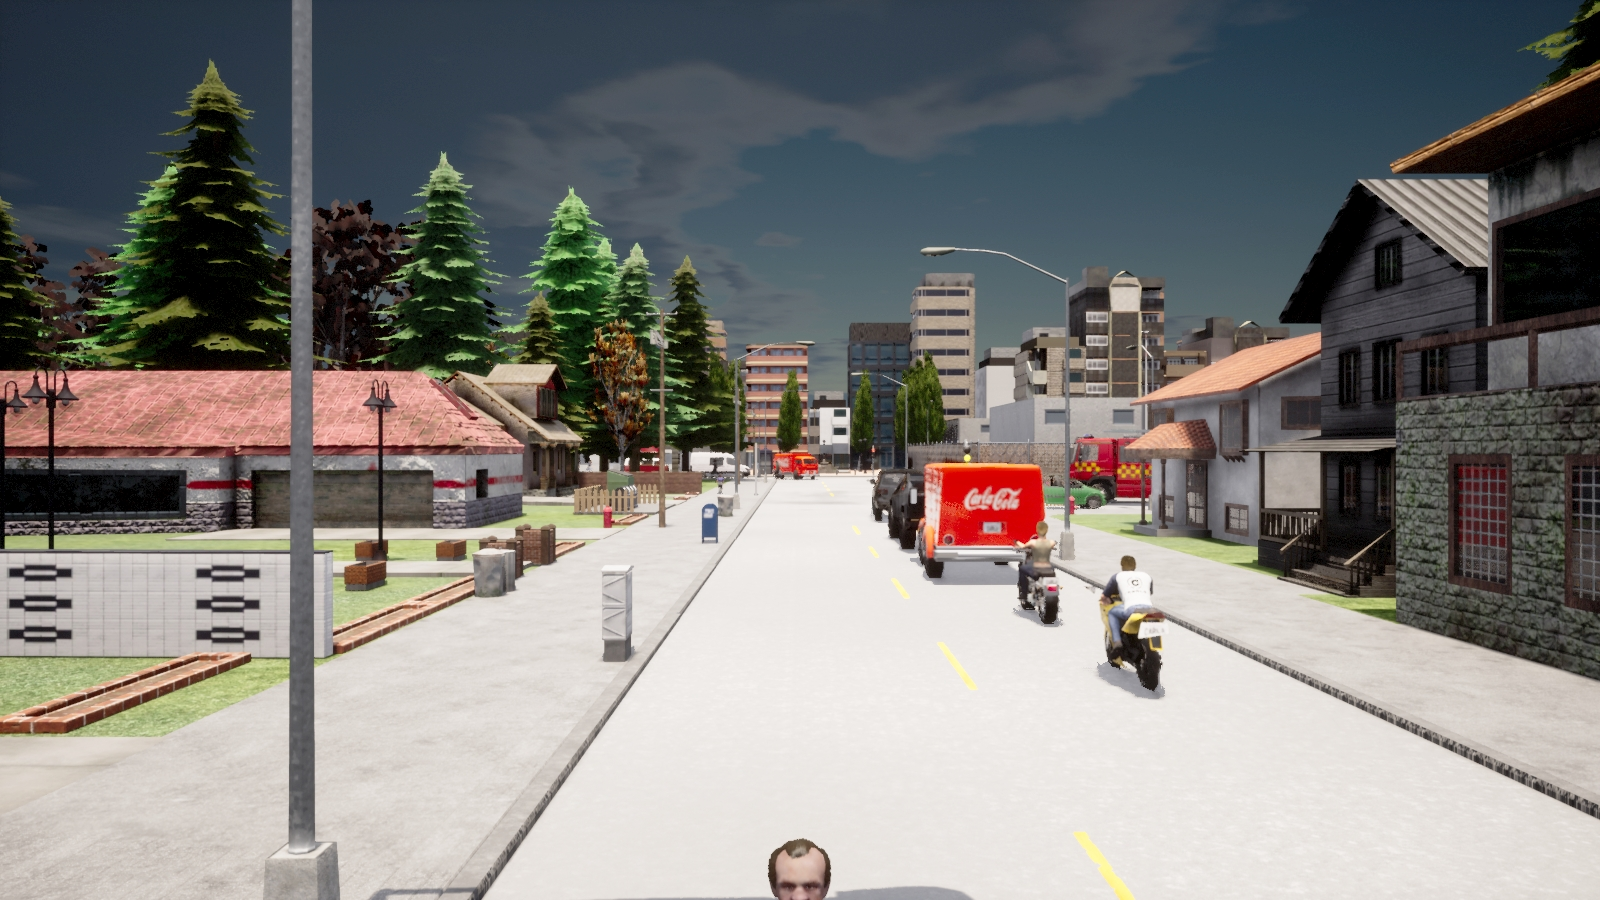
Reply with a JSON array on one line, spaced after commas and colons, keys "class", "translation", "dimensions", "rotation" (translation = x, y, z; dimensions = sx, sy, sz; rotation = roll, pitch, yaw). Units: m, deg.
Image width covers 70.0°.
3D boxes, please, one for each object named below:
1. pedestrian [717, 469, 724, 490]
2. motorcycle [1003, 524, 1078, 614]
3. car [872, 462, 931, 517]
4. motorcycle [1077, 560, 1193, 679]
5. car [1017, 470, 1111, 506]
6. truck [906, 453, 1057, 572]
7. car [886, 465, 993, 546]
[{"class": "pedestrian", "translation": [-4.873, 1.803, 70.006], "dimensions": [0.375, 1.300, 0.375], "rotation": [0, 0, 3]}, {"class": "motorcycle", "translation": [3.998, 1.950, 19.214], "dimensions": [0.764, 1.277, 2.356], "rotation": [0, 0, 0]}, {"class": "car", "translation": [4.089, 1.559, 46.823], "dimensions": [2.150, 2.045, 5.566], "rotation": [0, 0, 2]}, {"class": "motorcycle", "translation": [3.995, 1.992, 13.790], "dimensions": [0.803, 1.145, 2.033], "rotation": [0, -1, 0]}, {"class": "car", "translation": [12.438, 1.780, 54.047], "dimensions": [3.988, 1.617, 1.851], "rotation": [0, 0, -2]}, {"class": "truck", "translation": [3.997, 1.334, 26.291], "dimensions": [2.627, 2.467, 5.204], "rotation": [0, -1, 0]}, {"class": "car", "translation": [3.989, 1.534, 33.871], "dimensions": [2.390, 2.098, 6.274], "rotation": [0, 0, 0]}]
